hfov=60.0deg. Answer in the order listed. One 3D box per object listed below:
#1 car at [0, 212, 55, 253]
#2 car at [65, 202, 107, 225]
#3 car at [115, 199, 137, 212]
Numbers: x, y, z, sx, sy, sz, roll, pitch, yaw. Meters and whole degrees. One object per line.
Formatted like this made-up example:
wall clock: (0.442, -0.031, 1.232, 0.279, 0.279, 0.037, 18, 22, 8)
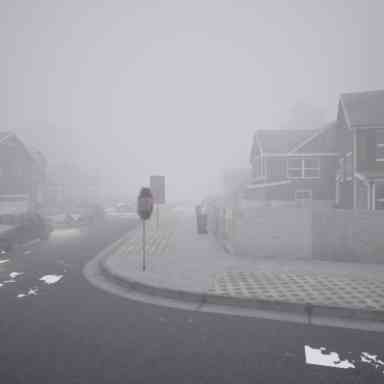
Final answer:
car: (-7.600, 1.568, 14.088, 2.033, 1.411, 5.357, -1, 0, -2)
car: (-7.688, 1.499, 24.484, 2.128, 1.511, 4.902, -1, 0, 1)
car: (-7.312, 1.516, 37.934, 1.812, 1.442, 4.674, -1, 0, 3)
